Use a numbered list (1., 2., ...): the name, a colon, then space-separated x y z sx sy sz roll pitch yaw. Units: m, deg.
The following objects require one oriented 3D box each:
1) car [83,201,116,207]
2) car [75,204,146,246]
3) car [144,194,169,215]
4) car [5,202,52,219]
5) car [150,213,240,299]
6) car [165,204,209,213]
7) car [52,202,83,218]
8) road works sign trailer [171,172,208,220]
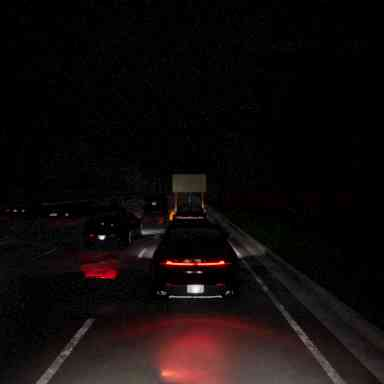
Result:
1. car: -7.114 1.478 27.616 1.882 1.535 5.008 0 -1 -1
2. car: -3.507 1.504 15.290 1.837 1.490 4.892 0 0 0
3. car: -3.677 1.224 34.707 2.150 2.045 5.566 0 0 -1
4. car: -14.123 1.548 29.110 2.033 1.411 5.357 0 0 0
5. car: 0.047 1.505 8.439 1.837 1.490 4.892 0 0 0
6. car: -0.068 1.488 18.828 2.128 1.511 4.902 0 0 1
7. car: -10.641 1.601 30.418 1.895 1.301 4.718 0 0 -1
8. road works sign trailer: -0.186 0.464 22.698 2.380 3.560 2.880 0 0 -3
